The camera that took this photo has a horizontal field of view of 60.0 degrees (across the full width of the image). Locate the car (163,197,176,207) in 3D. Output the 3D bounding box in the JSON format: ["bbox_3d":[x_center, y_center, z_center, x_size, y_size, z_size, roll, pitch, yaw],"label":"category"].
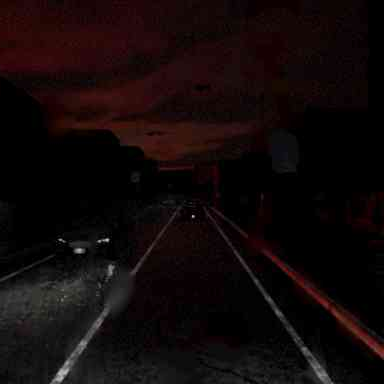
[{"bbox_3d":[-3.576,1.576,53.358,1.812,1.442,4.674,0,0,0],"label":"car"}]

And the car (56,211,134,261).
[{"bbox_3d":[-3.368,1.483,12.341,2.128,1.511,4.902,0,0,0],"label":"car"}]

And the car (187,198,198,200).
[{"bbox_3d":[0.076,1.523,42.905,1.837,1.490,4.892,0,0,0],"label":"car"}]

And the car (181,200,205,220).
[{"bbox_3d":[0.082,1.593,27.825,1.895,1.301,4.718,0,0,0],"label":"car"}]
